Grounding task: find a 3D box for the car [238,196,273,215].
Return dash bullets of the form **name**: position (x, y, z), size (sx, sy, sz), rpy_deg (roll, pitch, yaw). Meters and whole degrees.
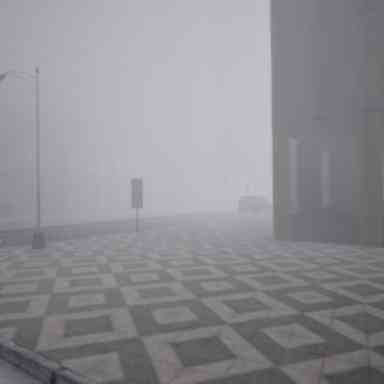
- **car**: position (7.159, 1.445, 37.374), size (2.150, 2.045, 5.566), rpy_deg (-1, -1, 36)
